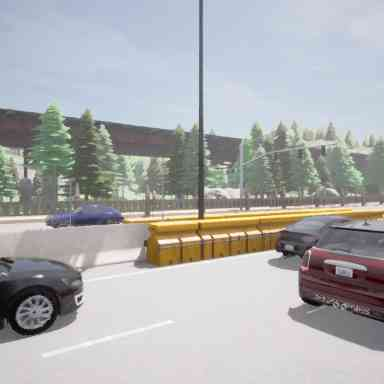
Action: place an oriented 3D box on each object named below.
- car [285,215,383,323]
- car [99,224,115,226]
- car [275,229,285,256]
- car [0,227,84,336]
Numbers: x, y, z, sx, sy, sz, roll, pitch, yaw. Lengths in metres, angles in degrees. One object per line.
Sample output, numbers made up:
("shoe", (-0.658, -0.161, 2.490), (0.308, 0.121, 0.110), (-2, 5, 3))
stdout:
("car", (4.269, 1.352, 6.802), (4.553, 1.767, 2.097), (0, 0, -36))
("car", (-6.628, 1.525, 20.684), (4.674, 1.442, 1.812), (0, 0, -35))
("car", (4.854, 1.525, 11.511), (4.674, 1.442, 1.812), (0, 0, -35))
("car", (-4.182, 1.505, 5.060), (4.892, 1.490, 1.837), (0, 0, -36))
